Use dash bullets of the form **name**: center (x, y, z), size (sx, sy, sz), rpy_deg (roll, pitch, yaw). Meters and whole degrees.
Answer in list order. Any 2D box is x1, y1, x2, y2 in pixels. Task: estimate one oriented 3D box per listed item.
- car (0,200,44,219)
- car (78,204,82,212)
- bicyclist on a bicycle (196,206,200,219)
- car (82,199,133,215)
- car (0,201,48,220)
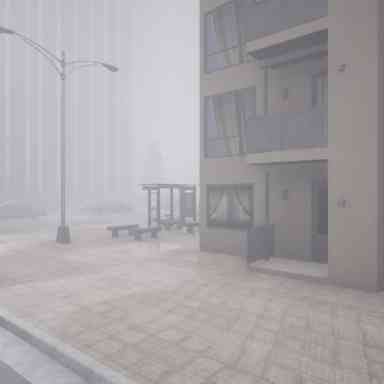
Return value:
- **car**: center (-16.269, 1.560, 30.228), size (1.837, 1.490, 4.892), rpy_deg (0, 0, 40)
- **car**: center (-10.347, 1.547, 37.305), size (2.128, 1.511, 4.902), rpy_deg (0, 0, 40)
- **bicyclist on a bicycle**: center (0.940, 1.356, 26.674), size (1.656, 1.620, 0.582), rpy_deg (0, 0, 40)
- **car**: center (-8.403, 1.656, 34.177), size (1.895, 1.301, 4.718), rpy_deg (0, 0, 40)
- **car**: center (-14.554, 1.603, 26.819), size (2.033, 1.411, 5.357), rpy_deg (0, 0, 40)
